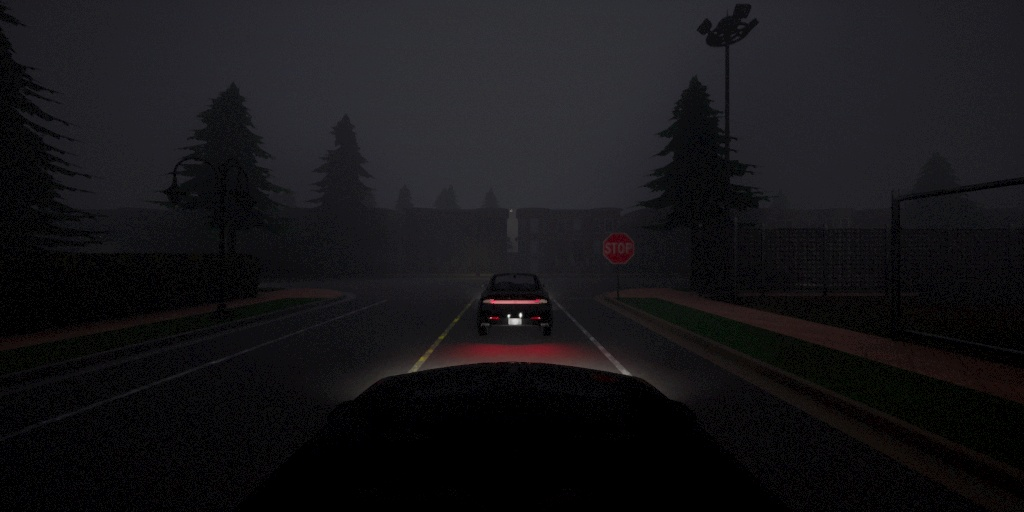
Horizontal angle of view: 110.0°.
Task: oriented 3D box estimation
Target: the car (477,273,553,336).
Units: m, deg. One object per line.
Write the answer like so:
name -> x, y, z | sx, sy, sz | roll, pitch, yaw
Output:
car -> 0.080, 1.239, 10.359 | 2.128, 1.511, 4.902 | 0, 0, 0

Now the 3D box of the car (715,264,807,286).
car -> 16.915, 1.268, 24.625 | 5.357, 1.411, 2.033 | 0, 0, 1
